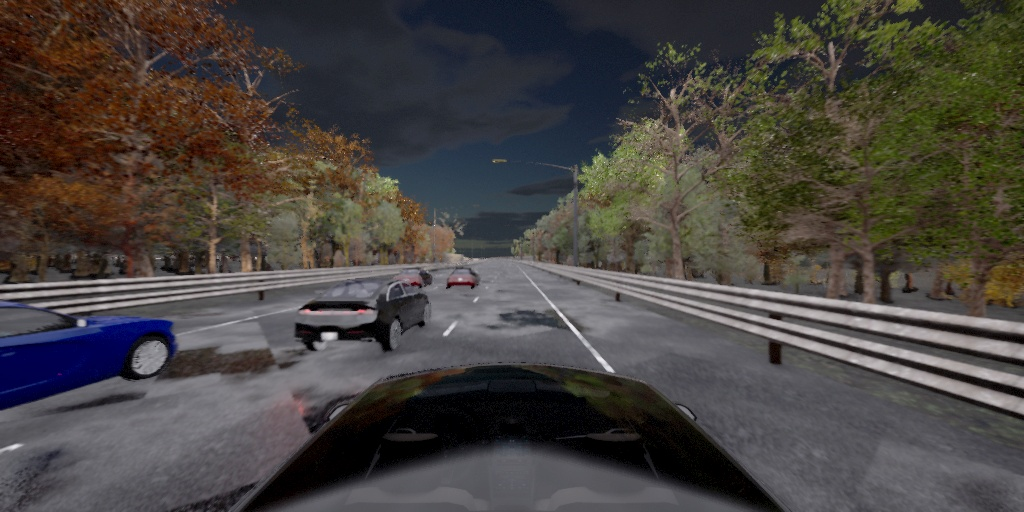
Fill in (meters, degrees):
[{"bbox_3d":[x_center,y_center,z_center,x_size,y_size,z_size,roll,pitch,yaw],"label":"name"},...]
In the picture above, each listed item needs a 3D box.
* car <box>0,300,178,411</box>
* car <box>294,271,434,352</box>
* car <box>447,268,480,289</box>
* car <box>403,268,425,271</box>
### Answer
[{"bbox_3d":[-6.904,1.251,4.326,1.882,1.535,5.008,0,-1,0],"label":"car"},{"bbox_3d":[-3.404,1.307,9.115,2.128,1.511,4.902,0,-1,0],"label":"car"},{"bbox_3d":[-3.409,1.525,25.642,1.994,1.385,4.181,0,-1,0],"label":"car"},{"bbox_3d":[-6.909,1.524,25.493,1.994,1.385,4.181,0,0,0],"label":"car"}]
